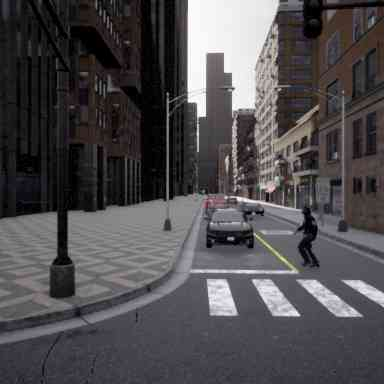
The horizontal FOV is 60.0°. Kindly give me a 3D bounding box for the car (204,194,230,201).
[{"bbox_3d":[2.538,1.192,35.260,2.150,2.045,5.566,0,0,3],"label":"car"}]

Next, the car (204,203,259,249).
[{"bbox_3d":[1.599,1.466,14.859,1.882,1.535,5.008,0,0,4],"label":"car"}]

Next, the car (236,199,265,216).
[{"bbox_3d":[5.562,1.583,31.526,1.895,1.301,4.718,0,0,3],"label":"car"}]

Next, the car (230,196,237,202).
[{"bbox_3d":[6.684,1.404,56.458,2.128,1.511,4.902,0,0,3],"label":"car"}]

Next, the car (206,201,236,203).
[{"bbox_3d":[2.052,1.582,24.759,1.895,1.301,4.718,0,0,3],"label":"car"}]

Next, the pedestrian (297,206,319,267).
[{"bbox_3d":[3.405,1.290,9.778,0.375,1.860,0.375,0,0,3],"label":"pedestrian"}]
